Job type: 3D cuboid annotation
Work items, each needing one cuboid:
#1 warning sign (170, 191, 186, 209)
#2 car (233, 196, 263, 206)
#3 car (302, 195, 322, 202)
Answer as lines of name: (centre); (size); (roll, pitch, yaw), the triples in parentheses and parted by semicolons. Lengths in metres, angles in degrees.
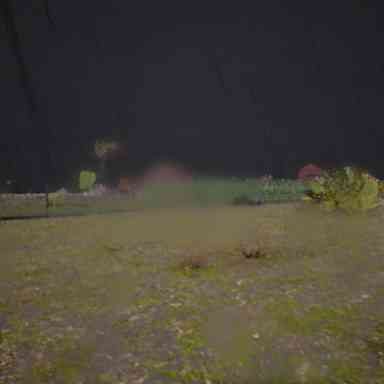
warning sign: (-1.427, 0.848, 34.627); (1.060, 1.860, 1.300); (-1, -1, -35)
car: (7.428, 1.144, 43.821); (4.181, 1.385, 1.994); (-1, 0, -35)
car: (19.328, 0.836, 52.185); (5.008, 1.535, 1.882); (-1, -1, -35)
